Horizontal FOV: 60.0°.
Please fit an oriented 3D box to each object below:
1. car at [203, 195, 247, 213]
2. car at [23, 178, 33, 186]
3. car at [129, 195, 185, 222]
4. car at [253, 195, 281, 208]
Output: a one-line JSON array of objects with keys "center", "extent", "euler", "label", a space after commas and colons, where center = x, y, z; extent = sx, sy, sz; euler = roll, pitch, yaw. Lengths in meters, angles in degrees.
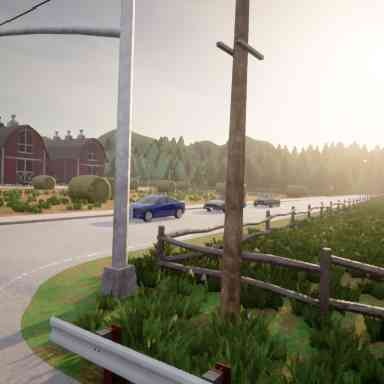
[{"center": [3.063, 0.997, 29.461], "extent": [2.033, 1.411, 5.357], "euler": [3, 2, 33], "label": "car"}, {"center": [-38.908, -2.329, 79.373], "extent": [1.905, 1.878, 3.866], "euler": [8, 2, -13], "label": "car"}, {"center": [-2.379, 0.943, 21.201], "extent": [1.882, 1.535, 5.008], "euler": [3, 2, 33], "label": "car"}, {"center": [8.582, 0.997, 37.814], "extent": [1.994, 1.385, 4.181], "euler": [3, 2, 33], "label": "car"}]
